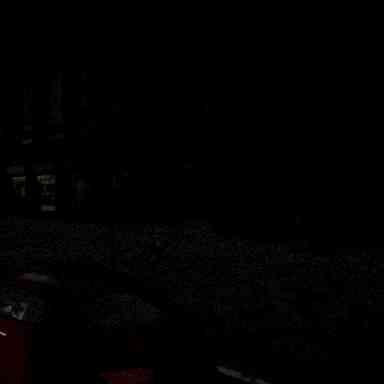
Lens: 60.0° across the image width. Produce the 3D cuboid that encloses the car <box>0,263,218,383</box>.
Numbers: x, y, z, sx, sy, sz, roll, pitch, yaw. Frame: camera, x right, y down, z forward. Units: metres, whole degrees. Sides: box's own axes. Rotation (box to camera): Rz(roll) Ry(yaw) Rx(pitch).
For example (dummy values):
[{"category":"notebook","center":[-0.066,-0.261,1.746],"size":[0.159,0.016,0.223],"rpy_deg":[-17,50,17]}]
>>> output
[{"category":"car","center":[-1.677,1.589,4.166],"size":[4.206,1.307,1.802],"rpy_deg":[0,0,36]}]
